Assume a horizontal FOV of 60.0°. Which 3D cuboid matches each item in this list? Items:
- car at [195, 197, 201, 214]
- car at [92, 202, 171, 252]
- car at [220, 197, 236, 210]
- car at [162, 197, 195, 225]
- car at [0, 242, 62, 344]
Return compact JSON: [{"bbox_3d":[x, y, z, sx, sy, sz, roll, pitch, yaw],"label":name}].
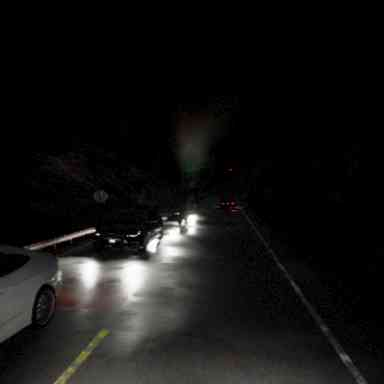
[{"bbox_3d":[-0.210,1.222,32.495,2.128,1.511,4.902,2,0,6],"label":"car"},{"bbox_3d":[-2.324,1.334,13.220,1.837,1.490,4.892,2,0,6],"label":"car"},{"bbox_3d":[4.328,1.341,40.274,2.033,1.411,5.357,2,0,6],"label":"car"},{"bbox_3d":[-1.330,1.274,22.350,2.128,1.511,4.902,2,0,6],"label":"car"},{"bbox_3d":[-3.308,1.403,4.026,1.812,1.442,4.674,2,0,6],"label":"car"}]
